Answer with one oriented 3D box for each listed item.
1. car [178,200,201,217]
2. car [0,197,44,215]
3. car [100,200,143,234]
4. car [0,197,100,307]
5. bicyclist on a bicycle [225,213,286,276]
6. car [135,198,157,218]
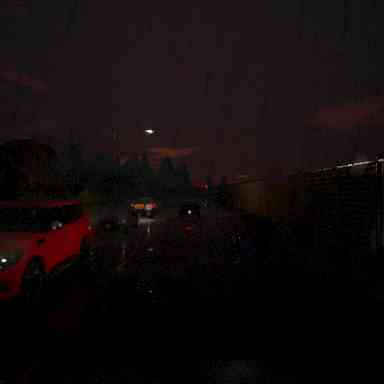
[{"bbox_3d":[-0.236,1.480,30.931,1.837,1.490,4.892,0,-1,-1],"label":"car"},{"bbox_3d":[-14.869,1.154,28.344,3.633,1.501,1.845,0,0,-3],"label":"car"},{"bbox_3d":[-4.298,1.464,19.272,1.882,1.535,5.008,0,0,-1],"label":"car"},{"bbox_3d":[-4.179,1.218,8.295,2.150,2.045,5.566,0,0,-1],"label":"car"},{"bbox_3d":[1.630,1.373,8.834,1.656,1.620,0.582,-6,0,1],"label":"bicyclist on a bicycle"},{"bbox_3d":[-4.389,1.331,29.614,2.097,1.767,4.553,0,0,0],"label":"car"}]
